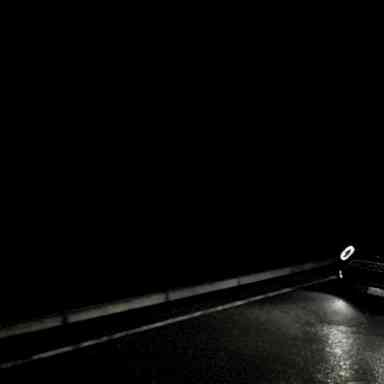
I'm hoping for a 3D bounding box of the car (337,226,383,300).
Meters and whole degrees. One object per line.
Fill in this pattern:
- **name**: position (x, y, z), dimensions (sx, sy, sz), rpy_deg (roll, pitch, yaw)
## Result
- **car**: position (5.391, 1.327, 7.725), dimensions (4.553, 1.767, 2.097), rpy_deg (0, 0, -35)
